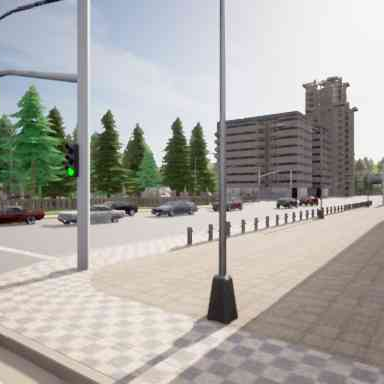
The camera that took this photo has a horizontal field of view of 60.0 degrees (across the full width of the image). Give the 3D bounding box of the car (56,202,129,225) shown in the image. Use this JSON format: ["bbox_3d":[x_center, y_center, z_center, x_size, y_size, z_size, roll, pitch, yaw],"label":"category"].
[{"bbox_3d":[-7.110,1.596,23.710,1.895,1.301,4.718,0,0,35],"label":"car"}]

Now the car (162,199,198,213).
[{"bbox_3d":[-1.304,1.558,37.898,1.994,1.385,4.181,0,0,35],"label":"car"}]

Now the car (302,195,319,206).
[{"bbox_3d":[19.069,1.348,54.102,2.097,1.767,4.553,0,0,35],"label":"car"}]

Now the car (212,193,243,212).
[{"bbox_3d":[4.298,1.347,39.705,2.097,1.767,4.553,0,0,36],"label":"car"}]

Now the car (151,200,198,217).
[{"bbox_3d":[-1.508,1.542,31.569,2.033,1.411,5.357,0,0,36],"label":"car"}]

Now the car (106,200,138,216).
[{"bbox_3d":[-7.050,1.471,29.828,1.882,1.535,5.008,0,0,36],"label":"car"}]

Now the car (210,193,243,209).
[{"bbox_3d":[4.946,1.215,46.600,2.150,2.045,5.566,0,0,36],"label":"car"}]

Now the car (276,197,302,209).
[{"bbox_3d":[13.186,1.501,45.837,1.837,1.490,4.892,0,0,35],"label":"car"}]

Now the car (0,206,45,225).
[{"bbox_3d":[-12.534,1.595,22.207,1.895,1.301,4.718,0,0,37],"label":"car"}]
